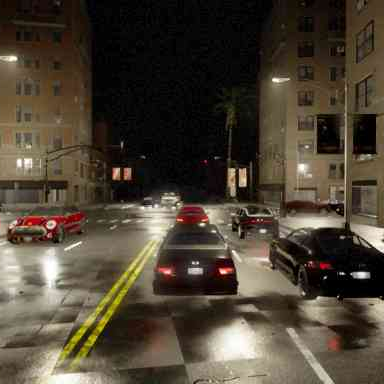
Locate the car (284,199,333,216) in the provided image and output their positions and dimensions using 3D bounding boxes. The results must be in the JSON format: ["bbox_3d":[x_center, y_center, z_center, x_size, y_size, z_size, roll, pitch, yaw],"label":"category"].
[{"bbox_3d":[11.848,1.600,34.721,5.008,1.535,1.882,0,1,2],"label":"car"}]

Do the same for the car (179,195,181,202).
[{"bbox_3d":[-3.589,1.207,69.190,2.150,2.045,5.566,0,0,0],"label":"car"}]

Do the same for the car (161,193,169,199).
[{"bbox_3d":[-6.925,1.097,86.782,1.812,1.442,4.674,0,0,0],"label":"car"}]

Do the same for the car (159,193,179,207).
[{"bbox_3d":[-3.600,1.214,53.007,2.150,2.045,5.566,0,0,0],"label":"car"}]

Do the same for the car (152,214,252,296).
[{"bbox_3d":[0.049,1.546,8.808,2.033,1.411,5.357,0,0,0],"label":"car"}]

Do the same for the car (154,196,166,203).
[{"bbox_3d":[-6.851,1.522,71.682,2.033,1.411,5.357,0,0,0],"label":"car"}]

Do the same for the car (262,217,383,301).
[{"bbox_3d":[3.268,1.562,8.379,1.994,1.385,4.181,0,0,1],"label":"car"}]

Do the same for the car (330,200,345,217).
[{"bbox_3d":[16.058,1.762,31.800,4.313,1.339,1.947,0,0,0],"label":"car"}]

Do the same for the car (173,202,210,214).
[{"bbox_3d":[0.011,1.522,18.335,1.812,1.442,4.674,0,0,0],"label":"car"}]

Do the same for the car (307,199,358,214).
[{"bbox_3d":[15.837,1.601,37.739,4.902,1.511,2.128,0,1,2],"label":"car"}]

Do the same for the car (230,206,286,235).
[{"bbox_3d":[3.165,1.502,17.292,1.837,1.490,4.892,0,0,0],"label":"car"}]

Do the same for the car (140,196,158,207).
[{"bbox_3d":[-6.854,1.556,52.125,1.994,1.385,4.181,0,0,-1],"label":"car"}]

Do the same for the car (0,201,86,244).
[{"bbox_3d":[-6.676,1.349,15.767,2.097,1.767,4.553,0,0,0],"label":"car"}]

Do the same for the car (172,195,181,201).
[{"bbox_3d":[-3.642,1.440,80.197,1.882,1.535,5.008,0,0,0],"label":"car"}]
